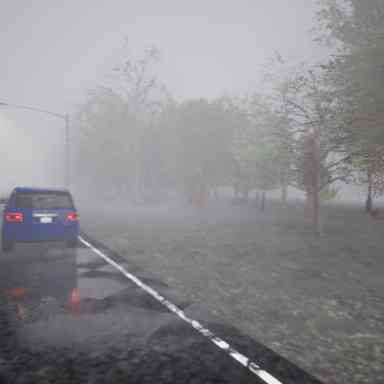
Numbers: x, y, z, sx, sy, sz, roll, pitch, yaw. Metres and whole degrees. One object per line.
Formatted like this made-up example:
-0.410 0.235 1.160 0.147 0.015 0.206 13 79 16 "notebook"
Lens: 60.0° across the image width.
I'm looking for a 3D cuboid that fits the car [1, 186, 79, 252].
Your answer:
-5.596 0.820 12.067 2.150 2.045 5.566 2 1 -29 "car"
